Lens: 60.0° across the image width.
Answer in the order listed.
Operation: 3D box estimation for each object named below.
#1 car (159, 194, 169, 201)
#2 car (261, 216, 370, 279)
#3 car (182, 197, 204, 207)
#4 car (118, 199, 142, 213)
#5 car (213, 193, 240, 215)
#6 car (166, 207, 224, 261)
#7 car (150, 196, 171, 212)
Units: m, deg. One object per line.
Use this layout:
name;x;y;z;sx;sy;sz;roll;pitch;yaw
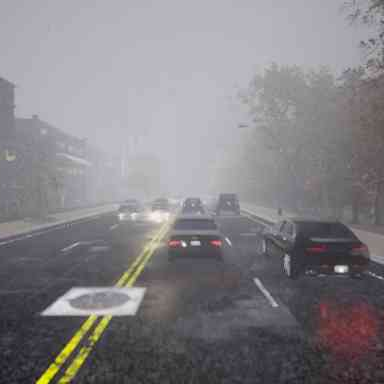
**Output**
car;-6.503;1.235;77.014;1.994;1.385;4.181;0;0;0
car;3.349;1.475;9.883;1.837;1.490;4.892;0;0;0
car;0.099;1.252;33.215;2.097;1.767;4.553;0;0;0
car;-6.596;1.439;36.195;2.033;1.411;5.357;0;0;0
car;3.348;1.122;32.864;2.150;2.045;5.566;0;0;0
car;0.098;1.511;12.068;2.033;1.411;5.357;0;0;0
car;-3.344;1.396;36.298;1.837;1.490;4.892;0;0;0
